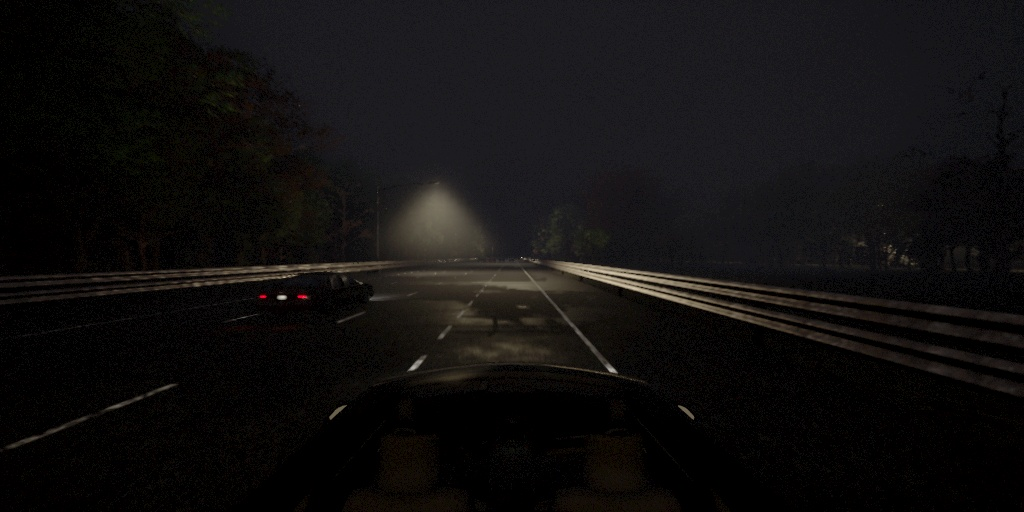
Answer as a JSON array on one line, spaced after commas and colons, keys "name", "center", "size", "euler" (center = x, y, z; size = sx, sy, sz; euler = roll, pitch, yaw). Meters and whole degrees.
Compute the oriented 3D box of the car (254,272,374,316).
[{"name": "car", "center": [-6.999, 1.310, 13.417], "size": [2.033, 1.411, 5.357], "euler": [0, 0, 0]}]
